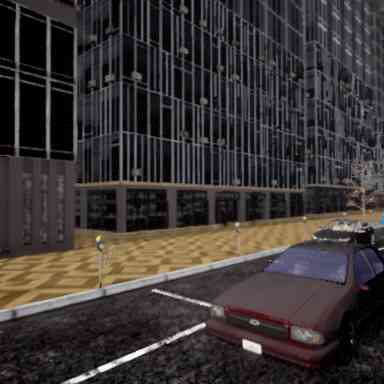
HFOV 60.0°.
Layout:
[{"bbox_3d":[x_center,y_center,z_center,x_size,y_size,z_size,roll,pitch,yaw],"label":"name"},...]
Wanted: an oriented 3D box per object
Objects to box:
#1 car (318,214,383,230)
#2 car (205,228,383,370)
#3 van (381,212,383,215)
[{"bbox_3d":[6.927,1.894,15.032,2.008,1.369,4.403,-2,-2,43],"label":"car"},{"bbox_3d":[2.592,1.700,6.373,2.033,1.411,5.357,-2,-2,43],"label":"car"},{"bbox_3d":[14.649,1.843,23.401,1.690,1.788,3.998,-2,-2,43],"label":"van"}]
